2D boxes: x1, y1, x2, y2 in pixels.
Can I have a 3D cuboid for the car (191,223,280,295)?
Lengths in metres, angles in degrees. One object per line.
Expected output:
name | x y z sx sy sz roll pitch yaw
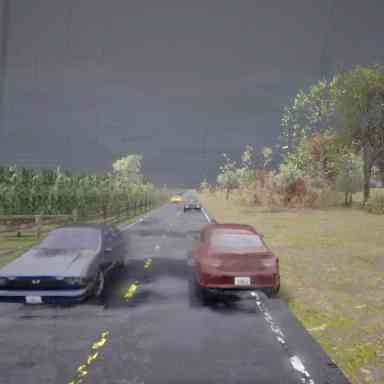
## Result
car | 0.959 1.526 8.626 1.812 1.442 4.674 0 0 0

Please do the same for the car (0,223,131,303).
car | -2.851 1.548 8.653 2.033 1.411 5.357 0 0 0

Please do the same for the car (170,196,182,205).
car | -2.772 1.433 58.941 1.882 1.535 5.008 0 0 0

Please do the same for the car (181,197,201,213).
car | 0.067 1.586 37.527 1.895 1.301 4.718 0 0 0
